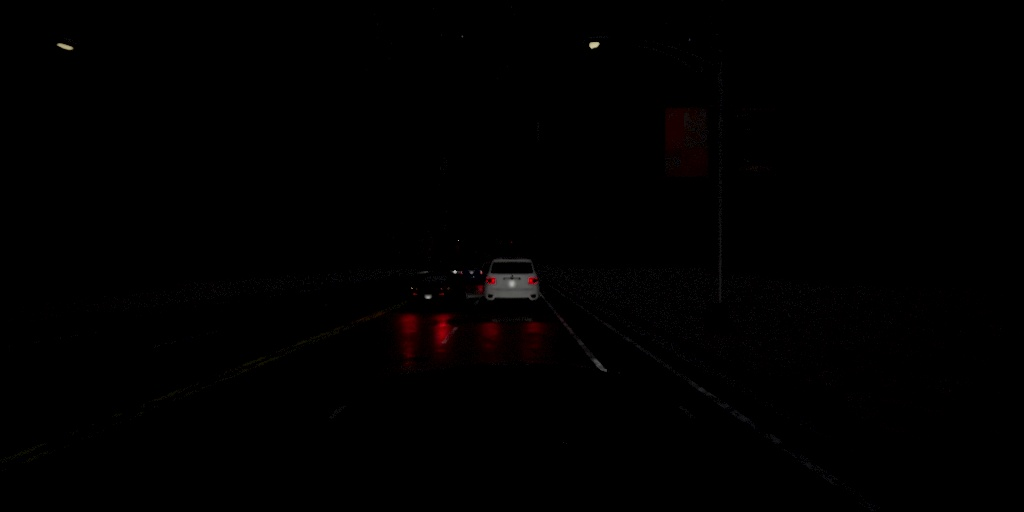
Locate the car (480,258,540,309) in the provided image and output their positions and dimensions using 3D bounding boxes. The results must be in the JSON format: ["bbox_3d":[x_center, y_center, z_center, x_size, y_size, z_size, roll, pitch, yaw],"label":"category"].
[{"bbox_3d":[0.002,1.106,15.870,2.150,2.045,5.566,0,0,0],"label":"car"}]

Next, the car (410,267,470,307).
[{"bbox_3d":[-3.243,1.419,16.221,1.812,1.442,4.674,0,0,0],"label":"car"}]

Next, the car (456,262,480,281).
[{"bbox_3d":[-3.246,1.410,30.919,2.097,1.767,4.553,0,-1,0],"label":"car"}]
